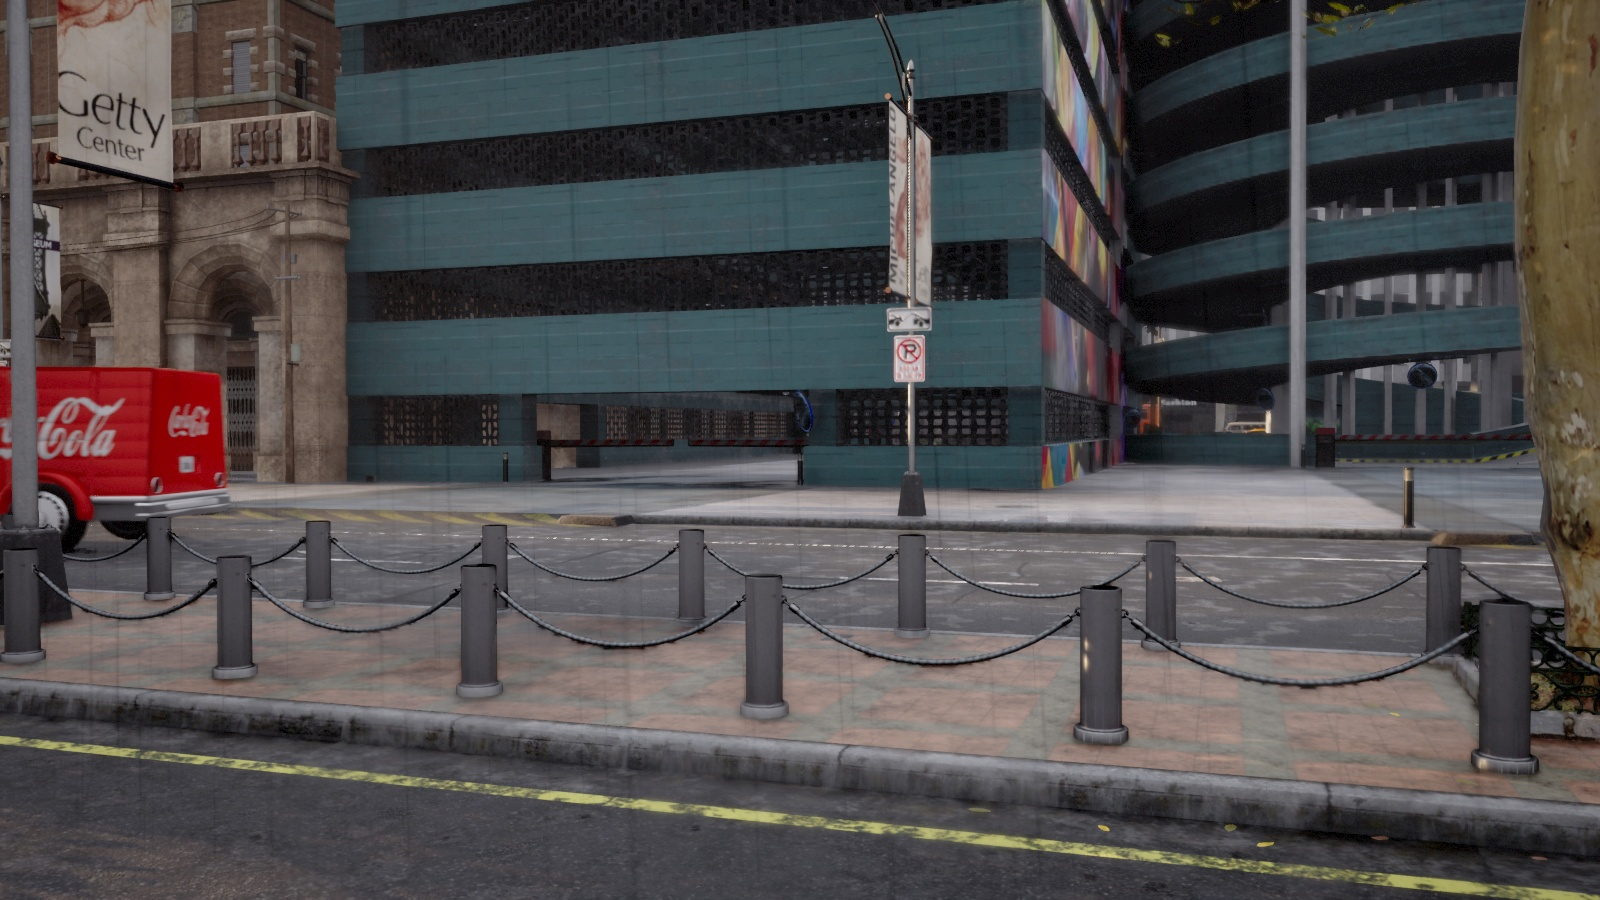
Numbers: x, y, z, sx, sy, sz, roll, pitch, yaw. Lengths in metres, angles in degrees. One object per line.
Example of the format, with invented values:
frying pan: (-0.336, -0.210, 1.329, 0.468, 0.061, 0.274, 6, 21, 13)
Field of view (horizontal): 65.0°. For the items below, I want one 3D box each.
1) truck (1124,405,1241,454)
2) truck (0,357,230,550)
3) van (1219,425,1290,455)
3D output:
truck: (27.935, -1.518, 91.639, 7.936, 3.462, 2.891, 1, 1, 21)
truck: (-11.100, 0.020, 17.417, 5.204, 2.467, 2.627, 0, 1, 0)
van: (31.302, -0.688, 86.481, 4.442, 1.987, 1.775, 1, 1, 27)
